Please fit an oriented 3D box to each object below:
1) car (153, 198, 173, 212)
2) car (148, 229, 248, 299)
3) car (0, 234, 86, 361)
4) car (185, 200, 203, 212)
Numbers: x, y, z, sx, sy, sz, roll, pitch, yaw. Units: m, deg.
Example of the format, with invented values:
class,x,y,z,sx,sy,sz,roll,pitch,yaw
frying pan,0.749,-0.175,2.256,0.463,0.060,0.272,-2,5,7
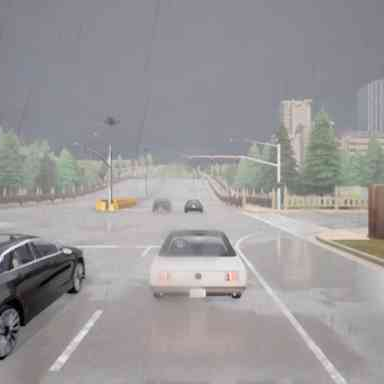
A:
class,x,y,z,sx,sy,sz,roll,pitch,yaw
car,-3.311,1.477,37.732,1.837,1.490,4.892,0,0,0
car,0.119,1.595,8.403,1.895,1.301,4.718,0,0,0
car,-3.386,1.487,5.869,2.128,1.511,4.902,0,0,0
car,0.189,1.537,37.621,1.994,1.385,4.181,0,0,0
